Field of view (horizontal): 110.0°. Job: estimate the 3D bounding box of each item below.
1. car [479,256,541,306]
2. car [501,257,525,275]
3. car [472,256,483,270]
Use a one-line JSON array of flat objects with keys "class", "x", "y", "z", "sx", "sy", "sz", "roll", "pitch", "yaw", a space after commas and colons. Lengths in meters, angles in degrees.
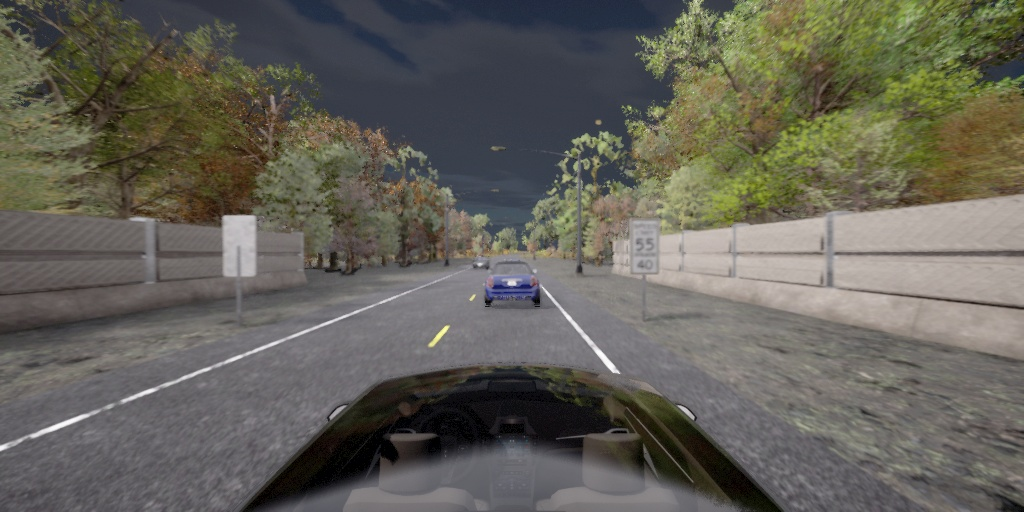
[{"class": "car", "x": 0.018, "y": 0.956, "z": 14.956, "sx": 2.097, "sy": 1.767, "sz": 4.553, "roll": -1, "pitch": 1, "yaw": 1}, {"class": "car", "x": 0.084, "y": 0.892, "z": 34.511, "sx": 2.128, "sy": 1.511, "sz": 4.902, "roll": 0, "pitch": 1, "yaw": 0}, {"class": "car", "x": -3.574, "y": 0.798, "z": 42.580, "sx": 2.128, "sy": 1.511, "sz": 4.902, "roll": 0, "pitch": 1, "yaw": 0}]
